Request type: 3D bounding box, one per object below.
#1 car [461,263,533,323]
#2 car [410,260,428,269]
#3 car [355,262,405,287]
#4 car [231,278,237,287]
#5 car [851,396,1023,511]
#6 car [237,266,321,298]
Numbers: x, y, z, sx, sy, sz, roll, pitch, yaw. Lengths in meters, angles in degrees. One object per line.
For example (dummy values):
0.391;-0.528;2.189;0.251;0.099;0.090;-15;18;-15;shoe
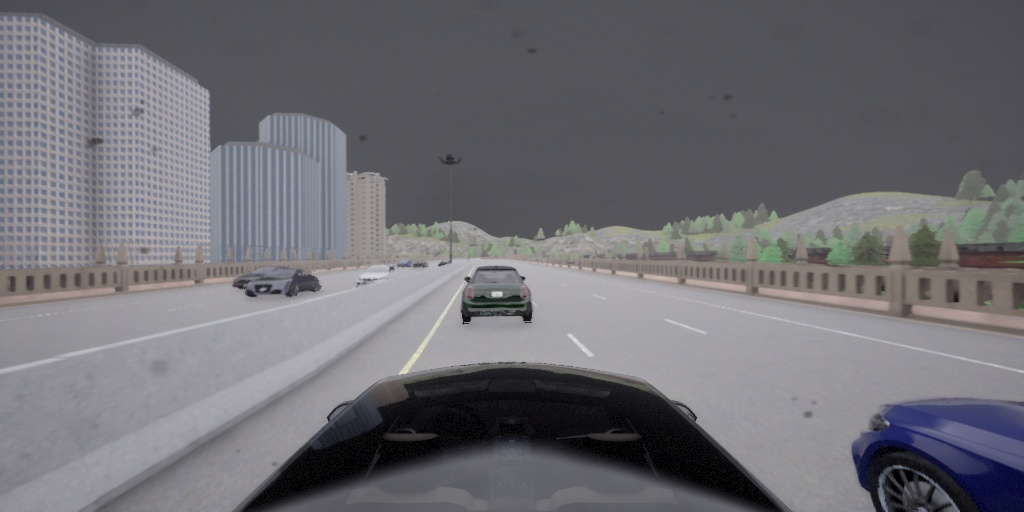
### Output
-0.566;1.106;12.305;2.097;1.767;4.553;0;0;-4;car
-15.254;1.423;59.933;1.895;1.301;4.718;0;0;-4;car
-8.687;1.315;23.644;1.812;1.442;4.674;0;0;-5;car
-15.705;1.366;23.527;2.033;1.411;5.357;0;0;-5;car
3.477;1.261;0.734;1.812;1.442;4.674;0;0;1;car
-11.776;1.366;18.711;1.994;1.385;4.181;0;0;-5;car
